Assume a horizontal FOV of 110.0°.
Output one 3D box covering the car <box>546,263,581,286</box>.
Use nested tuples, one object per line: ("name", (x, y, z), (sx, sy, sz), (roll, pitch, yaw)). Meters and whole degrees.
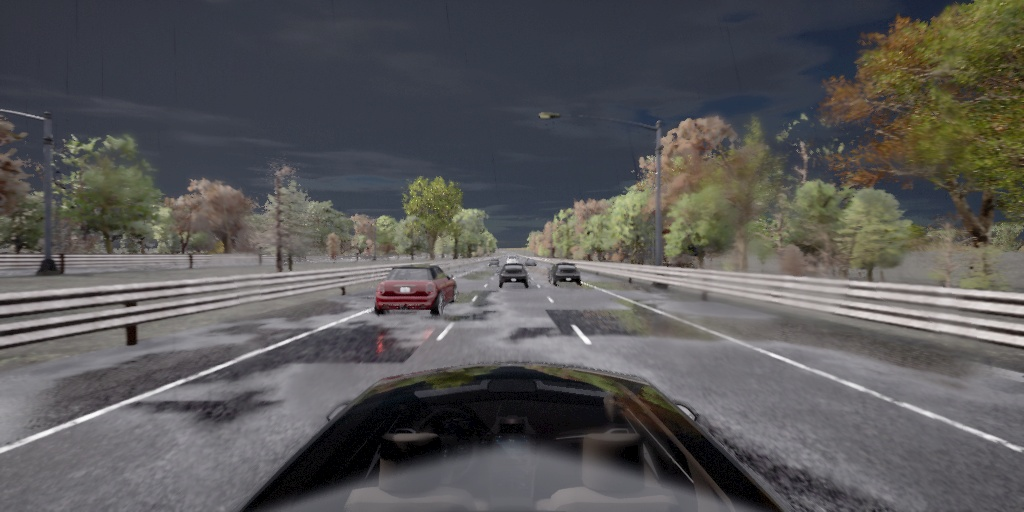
("car", (3.603, 1.245, 25.259), (1.837, 1.490, 4.892), (0, 0, 0))

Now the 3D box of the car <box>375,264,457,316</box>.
("car", (-3.399, 1.099, 13.525), (2.097, 1.767, 4.553), (0, 0, 0))

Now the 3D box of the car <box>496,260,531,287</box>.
("car", (0.103, 1.246, 24.688), (1.837, 1.490, 4.892), (0, 0, 0))
